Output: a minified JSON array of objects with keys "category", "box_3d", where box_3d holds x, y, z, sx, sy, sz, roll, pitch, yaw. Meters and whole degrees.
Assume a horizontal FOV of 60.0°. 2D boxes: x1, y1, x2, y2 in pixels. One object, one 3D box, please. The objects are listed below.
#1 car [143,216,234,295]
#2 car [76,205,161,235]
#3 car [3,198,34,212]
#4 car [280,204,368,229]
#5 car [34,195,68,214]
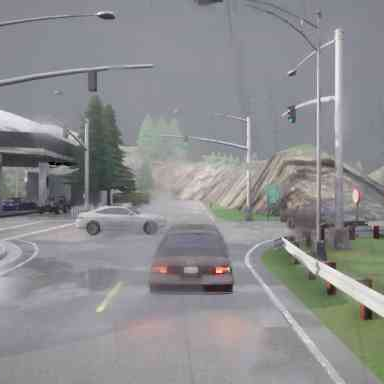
[{"category":"car","box_3d":[0.035,1.547,8.895,2.033,1.411,5.357,0,0,1]},{"category":"car","box_3d":[-3.634,1.415,17.379,4.674,1.442,1.812,0,0,-1]},{"category":"car","box_3d":[-20.302,1.480,39.482,2.242,1.667,4.611,0,0,-1]},{"category":"car","box_3d":[6.698,1.358,17.610,2.033,1.411,5.357,0,0,-16]},{"category":"car","box_3d":[-14.587,1.313,35.214,1.905,1.878,3.866,0,0,-1]}]
